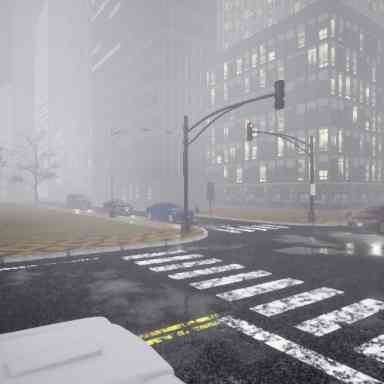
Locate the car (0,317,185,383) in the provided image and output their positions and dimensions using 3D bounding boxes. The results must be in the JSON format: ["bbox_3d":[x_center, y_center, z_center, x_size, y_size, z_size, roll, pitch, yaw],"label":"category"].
[{"bbox_3d":[-2.245,1.601,1.841,4.718,1.301,1.895,0,0,-36],"label":"car"}]

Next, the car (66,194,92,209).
[{"bbox_3d":[-15.410,1.227,45.179,2.150,2.045,5.566,0,0,-35],"label":"car"}]

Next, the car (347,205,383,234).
[{"bbox_3d":[11.076,1.534,19.578,4.674,1.442,1.812,0,0,-36],"label":"car"}]

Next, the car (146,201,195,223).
[{"bbox_3d":[-1.756,1.484,25.815,1.882,1.535,5.008,0,0,-36],"label":"car"}]

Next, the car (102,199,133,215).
[{"bbox_3d":[-7.733,1.497,34.275,2.128,1.511,4.902,0,0,-35],"label":"car"}]
